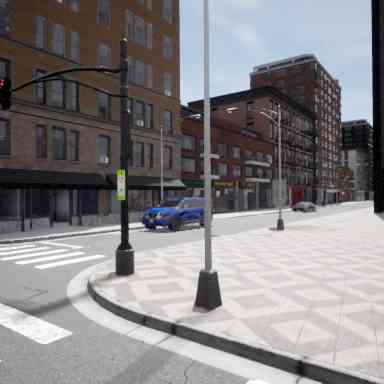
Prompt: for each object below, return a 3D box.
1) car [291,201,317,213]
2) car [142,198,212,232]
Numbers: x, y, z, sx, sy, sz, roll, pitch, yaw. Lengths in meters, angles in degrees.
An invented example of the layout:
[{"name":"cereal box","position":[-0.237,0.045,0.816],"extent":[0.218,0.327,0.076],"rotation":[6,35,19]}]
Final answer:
[{"name":"car","position":[14.782,1.945,43.650],"extent":[2.033,1.411,5.357],"rotation":[-1,-1,36]},{"name":"car","position":[-0.812,1.403,22.075],"extent":[2.150,2.045,5.566],"rotation":[-1,-1,36]}]
